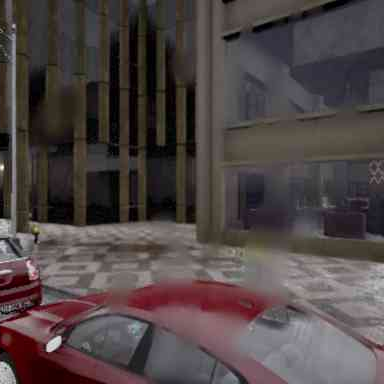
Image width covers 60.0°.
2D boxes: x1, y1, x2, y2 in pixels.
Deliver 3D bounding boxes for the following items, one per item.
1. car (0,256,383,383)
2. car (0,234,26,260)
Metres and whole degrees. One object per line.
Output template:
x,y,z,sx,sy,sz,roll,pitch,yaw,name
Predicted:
-0.175,1.544,3.094,4.507,1.381,1.887,0,0,36,car
-4.740,1.437,6.370,4.097,1.590,1.967,0,0,36,car
